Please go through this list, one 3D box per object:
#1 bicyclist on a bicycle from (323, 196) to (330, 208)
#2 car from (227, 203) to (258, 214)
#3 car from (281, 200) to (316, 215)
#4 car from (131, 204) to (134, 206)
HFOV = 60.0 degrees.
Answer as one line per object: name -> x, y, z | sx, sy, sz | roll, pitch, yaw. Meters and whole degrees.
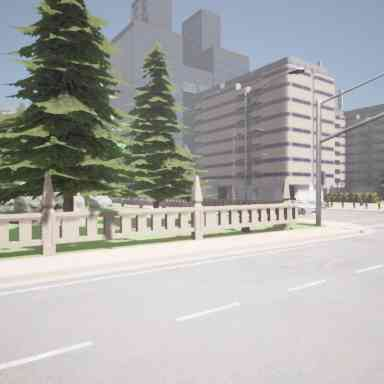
bicyclist on a bicycle -> 17.409, 1.300, 43.008 | 1.656, 1.620, 0.582 | 0, 0, -35
car -> 5.070, 1.546, 35.364 | 2.033, 1.411, 5.357 | 0, 0, -35
car -> 10.478, 1.524, 33.844 | 1.812, 1.442, 4.674 | 0, 0, -36
car -> -8.423, 1.505, 54.400 | 1.837, 1.490, 4.892 | 0, 0, -35
